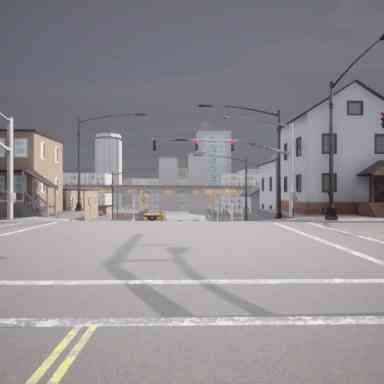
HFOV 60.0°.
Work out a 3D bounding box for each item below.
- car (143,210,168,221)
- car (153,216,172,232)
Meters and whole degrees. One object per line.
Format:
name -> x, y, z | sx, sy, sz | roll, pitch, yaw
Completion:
car -> -3.702, 2.536, 33.562 | 1.882, 1.535, 5.008 | 0, -9, 1
car -> -3.828, 4.348, 44.293 | 2.128, 1.511, 4.902 | 0, -13, -1
